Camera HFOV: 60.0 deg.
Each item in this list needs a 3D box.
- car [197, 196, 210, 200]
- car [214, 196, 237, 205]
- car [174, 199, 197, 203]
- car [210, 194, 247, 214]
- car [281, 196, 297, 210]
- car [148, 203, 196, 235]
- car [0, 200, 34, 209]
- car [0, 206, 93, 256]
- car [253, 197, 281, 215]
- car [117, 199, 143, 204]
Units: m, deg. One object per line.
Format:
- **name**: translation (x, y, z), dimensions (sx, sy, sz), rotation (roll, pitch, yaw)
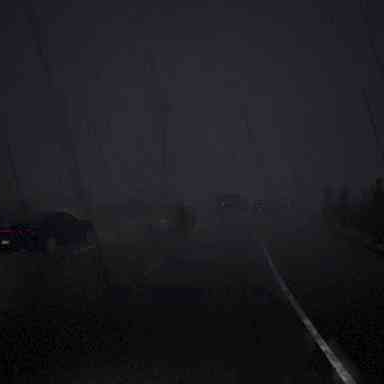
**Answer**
- **car**: translation (2.417, 1.501, 66.182), dimensions (1.837, 1.490, 4.892), rotation (0, 0, 39)
- **car**: translation (5.996, 1.524, 59.336), dimensions (1.812, 1.442, 4.674), rotation (0, 0, 37)
- **car**: translation (-1.320, 1.600, 30.731), dimensions (1.895, 1.301, 4.718), rotation (0, 0, 19)
- **car**: translation (4.178, 1.221, 35.133), dimensions (2.150, 2.045, 5.566), rotation (0, 0, 25)
- **car**: translation (12.081, 1.350, 42.869), dimensions (2.097, 1.767, 4.553), rotation (0, 0, 29)
- **car**: translation (-1.031, 1.563, 19.085), dimensions (1.994, 1.385, 4.181), rotation (0, 0, 12)
- **car**: translation (-16.472, 1.478, 29.818), dimensions (1.882, 1.535, 5.008), rotation (0, 0, 17)
- **car**: translation (-5.703, 1.477, 13.290), dimensions (1.882, 1.535, 5.008), rotation (0, 0, 8)
- **car**: translation (7.411, 1.504, 33.611), dimensions (1.837, 1.490, 4.892), rotation (0, 0, 23)
- **car**: translation (-7.945, 1.563, 42.592), dimensions (1.994, 1.385, 4.181), rotation (0, 0, 25)
